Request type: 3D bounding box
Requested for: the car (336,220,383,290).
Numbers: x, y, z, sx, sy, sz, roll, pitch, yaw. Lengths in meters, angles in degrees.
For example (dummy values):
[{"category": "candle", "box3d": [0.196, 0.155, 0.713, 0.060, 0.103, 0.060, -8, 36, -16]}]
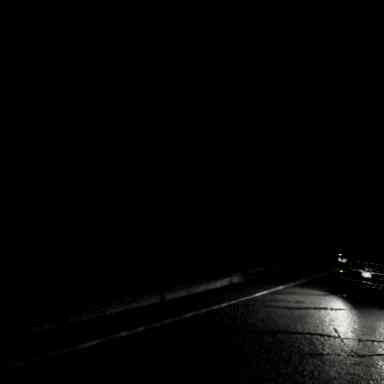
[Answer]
[{"category": "car", "box3d": [5.537, 1.469, 8.538, 4.892, 1.490, 1.837, -1, 1, -40]}]
